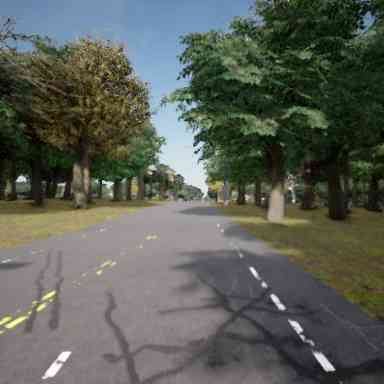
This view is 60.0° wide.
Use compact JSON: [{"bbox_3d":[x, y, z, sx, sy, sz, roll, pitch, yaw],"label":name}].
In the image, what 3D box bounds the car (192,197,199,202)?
[{"bbox_3d":[0.940,2.172,94.438,2.128,1.511,4.902,0,-1,1],"label":"car"}]
